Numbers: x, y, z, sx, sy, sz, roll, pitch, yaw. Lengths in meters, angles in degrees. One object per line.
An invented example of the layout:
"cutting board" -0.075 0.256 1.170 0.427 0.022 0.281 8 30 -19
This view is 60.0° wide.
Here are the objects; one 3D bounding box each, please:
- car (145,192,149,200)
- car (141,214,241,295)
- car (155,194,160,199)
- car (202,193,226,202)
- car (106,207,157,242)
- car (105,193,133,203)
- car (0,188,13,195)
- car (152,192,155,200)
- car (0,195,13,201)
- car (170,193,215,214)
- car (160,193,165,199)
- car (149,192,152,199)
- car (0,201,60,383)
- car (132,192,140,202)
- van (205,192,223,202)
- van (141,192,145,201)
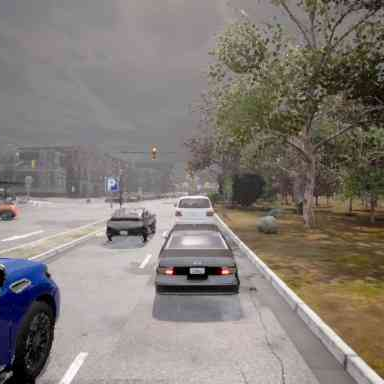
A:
"car" -13.106 1.322 76.776 4.892 1.521 2.231 -1 0 -14
"car" 0.096 1.556 8.857 2.033 1.411 5.357 0 0 0
"car" -11.561 1.358 88.757 4.674 1.452 2.002 -1 0 -12
"car" 4.581 1.143 70.407 4.553 1.767 2.185 1 0 -14
"car" -2.886 1.513 16.511 2.128 1.511 4.902 0 0 0
"car" -14.523 1.359 64.819 4.792 1.488 2.163 -1 0 -15
"car" -31.232 0.138 55.667 2.002 1.452 4.674 6 -3 -19
"car" -12.369 1.360 82.774 4.674 1.452 2.002 -1 0 -13
"car" -16.660 1.405 27.011 4.553 1.767 2.185 -1 0 -19
"car" 0.129 1.246 19.106 2.150 2.045 5.566 0 0 0
"car" -11.114 1.066 91.764 5.566 2.045 2.435 -1 0 -12
"car" -12.737 1.360 79.772 4.674 1.452 2.002 -1 0 -13
"car" -2.905 1.227 2.265 2.150 2.045 5.566 0 0 0
"car" -13.882 1.316 67.812 5.366 1.575 1.946 -1 0 -15
"van" 4.201 1.044 67.437 4.442 1.987 1.878 1 0 -14
"van" -13.330 1.094 73.805 4.442 1.987 1.878 -1 0 -14
